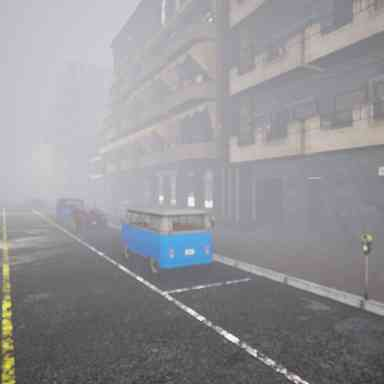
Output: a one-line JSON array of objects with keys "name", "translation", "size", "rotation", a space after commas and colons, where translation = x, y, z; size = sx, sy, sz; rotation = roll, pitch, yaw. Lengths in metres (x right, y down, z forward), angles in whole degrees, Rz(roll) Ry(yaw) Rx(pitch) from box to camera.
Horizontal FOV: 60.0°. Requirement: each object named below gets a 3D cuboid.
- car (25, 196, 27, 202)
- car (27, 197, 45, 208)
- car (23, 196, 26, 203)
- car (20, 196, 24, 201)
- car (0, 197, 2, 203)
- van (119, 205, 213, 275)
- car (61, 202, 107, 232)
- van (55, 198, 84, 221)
[{"name": "car", "translation": [-25.439, 1.546, 53.791], "size": [1.752, 1.417, 4.829], "rotation": [0, 0, -29]}, {"name": "car", "translation": [-22.646, 1.581, 48.831], "size": [1.947, 1.339, 4.313], "rotation": [0, 0, -29]}, {"name": "car", "translation": [-28.151, 1.553, 58.603], "size": [1.752, 1.417, 4.829], "rotation": [0, 0, -29]}, {"name": "car", "translation": [-33.488, 1.586, 68.080], "size": [1.887, 1.381, 4.507], "rotation": [0, 0, -29]}, {"name": "car", "translation": [-39.580, 1.523, 67.311], "size": [1.882, 1.535, 5.008], "rotation": [0, 0, -29]}, {"name": "van", "translation": [-0.966, 1.339, 10.333], "size": [1.690, 1.788, 3.998], "rotation": [0, 0, -29]}, {"name": "car", "translation": [-6.385, 1.544, 19.957], "size": [1.887, 1.381, 4.507], "rotation": [0, 0, -29]}, {"name": "van", "translation": [-9.096, 1.342, 24.769], "size": [1.690, 1.788, 3.998], "rotation": [0, 0, -29]}]
